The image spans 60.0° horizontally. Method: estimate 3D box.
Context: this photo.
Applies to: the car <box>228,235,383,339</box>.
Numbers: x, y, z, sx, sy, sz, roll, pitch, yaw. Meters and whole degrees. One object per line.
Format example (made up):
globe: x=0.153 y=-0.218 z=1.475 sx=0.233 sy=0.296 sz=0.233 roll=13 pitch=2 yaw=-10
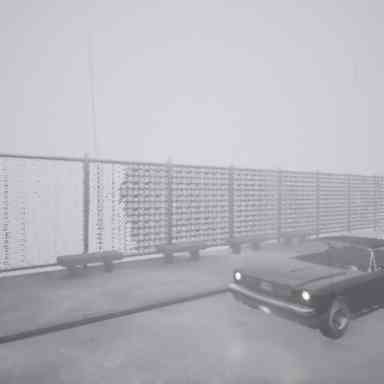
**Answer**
car: x=3.007 y=1.621 z=6.729 sx=4.718 sy=1.301 sz=1.895 roll=0 pitch=0 yaw=-35
